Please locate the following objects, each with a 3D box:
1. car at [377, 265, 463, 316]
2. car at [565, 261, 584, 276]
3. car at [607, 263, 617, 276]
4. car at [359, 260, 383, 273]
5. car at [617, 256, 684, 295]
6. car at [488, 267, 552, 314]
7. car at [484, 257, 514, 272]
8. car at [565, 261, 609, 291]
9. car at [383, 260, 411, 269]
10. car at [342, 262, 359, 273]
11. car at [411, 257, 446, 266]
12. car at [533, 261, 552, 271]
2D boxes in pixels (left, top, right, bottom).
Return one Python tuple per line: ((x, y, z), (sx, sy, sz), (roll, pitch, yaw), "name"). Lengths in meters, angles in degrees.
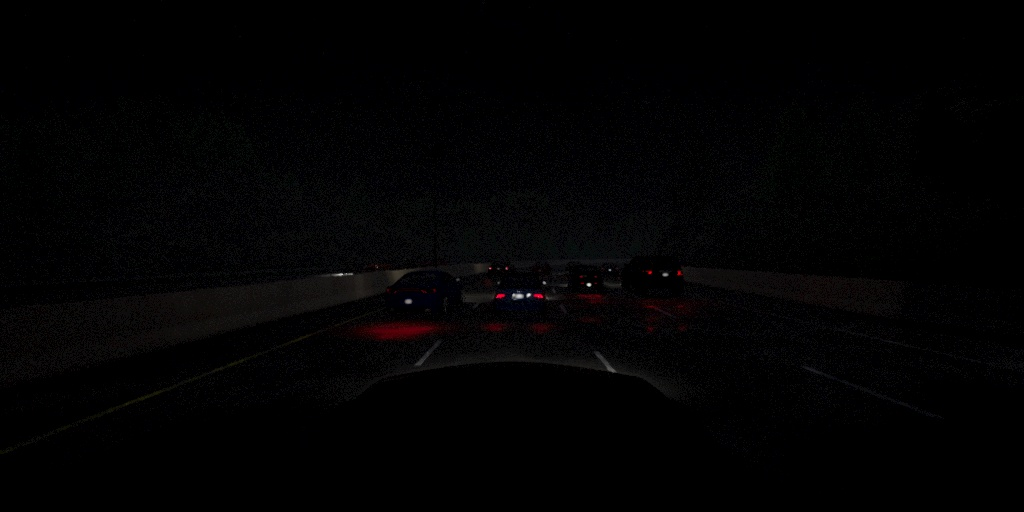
((-3.141, 1.278, 13.750), (1.882, 1.535, 5.008), (0, 0, 3), "car")
((6.889, 1.329, 39.414), (1.882, 1.535, 5.008), (0, 0, 11), "car")
((10.188, 1.400, 37.917), (1.994, 1.385, 4.181), (0, 0, 10), "car")
((-16.952, 1.306, 45.889), (2.097, 1.767, 4.553), (0, 0, 12), "car")
((7.792, 1.008, 20.347), (2.150, 2.045, 5.566), (0, 0, 5), "car")
((0.360, 1.337, 13.913), (2.033, 1.411, 5.357), (0, 0, 3), "car")
((-0.924, 1.216, 35.168), (2.097, 1.767, 4.553), (0, 0, 9), "car")
((4.470, 1.309, 22.207), (1.837, 1.490, 4.892), (0, 0, 5), "car")
((-13.630, 1.291, 44.713), (2.097, 1.767, 4.553), (0, 0, 11), "car")
((-20.291, 1.534, 47.038), (1.994, 1.385, 4.181), (0, 0, 12), "car")
((-10.035, 1.148, 44.945), (2.150, 2.045, 5.566), (0, 0, 11), "car")
((3.371, 1.342, 39.642), (1.882, 1.535, 5.008), (0, 0, 10), "car")
